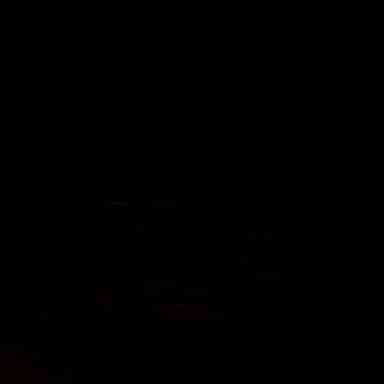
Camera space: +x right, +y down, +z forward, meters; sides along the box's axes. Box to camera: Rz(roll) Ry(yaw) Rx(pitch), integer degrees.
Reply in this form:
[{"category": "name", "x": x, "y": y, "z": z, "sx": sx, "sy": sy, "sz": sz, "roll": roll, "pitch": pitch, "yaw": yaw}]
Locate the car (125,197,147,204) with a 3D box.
[{"category": "car", "x": -12.687, "y": 1.897, "z": 75.487, "sx": 5.008, "sy": 1.535, "sz": 1.882, "roll": 0, "pitch": 0, "yaw": 11}]
